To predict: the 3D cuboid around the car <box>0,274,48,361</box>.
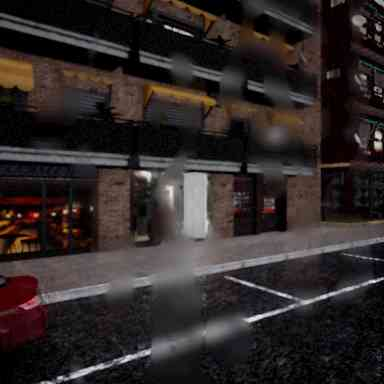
[{"bbox_3d":[-3.921,1.580,3.772,4.206,1.307,1.802,0,0,-35],"label":"car"}]
